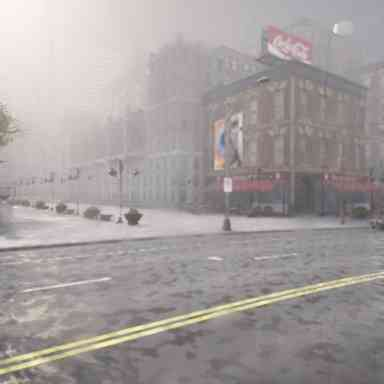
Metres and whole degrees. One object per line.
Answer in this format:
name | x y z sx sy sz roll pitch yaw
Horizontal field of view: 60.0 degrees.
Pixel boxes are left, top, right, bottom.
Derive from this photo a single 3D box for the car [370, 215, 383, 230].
car | 13.986 1.773 21.731 4.674 1.452 2.002 1 0 -16
